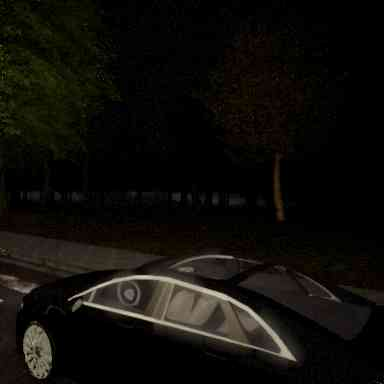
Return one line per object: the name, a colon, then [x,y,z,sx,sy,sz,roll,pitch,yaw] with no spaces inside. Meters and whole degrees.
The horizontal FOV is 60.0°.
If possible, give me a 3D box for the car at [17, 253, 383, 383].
car: [-0.067,1.475,3.733,4.902,1.511,2.128,1,0,36]
